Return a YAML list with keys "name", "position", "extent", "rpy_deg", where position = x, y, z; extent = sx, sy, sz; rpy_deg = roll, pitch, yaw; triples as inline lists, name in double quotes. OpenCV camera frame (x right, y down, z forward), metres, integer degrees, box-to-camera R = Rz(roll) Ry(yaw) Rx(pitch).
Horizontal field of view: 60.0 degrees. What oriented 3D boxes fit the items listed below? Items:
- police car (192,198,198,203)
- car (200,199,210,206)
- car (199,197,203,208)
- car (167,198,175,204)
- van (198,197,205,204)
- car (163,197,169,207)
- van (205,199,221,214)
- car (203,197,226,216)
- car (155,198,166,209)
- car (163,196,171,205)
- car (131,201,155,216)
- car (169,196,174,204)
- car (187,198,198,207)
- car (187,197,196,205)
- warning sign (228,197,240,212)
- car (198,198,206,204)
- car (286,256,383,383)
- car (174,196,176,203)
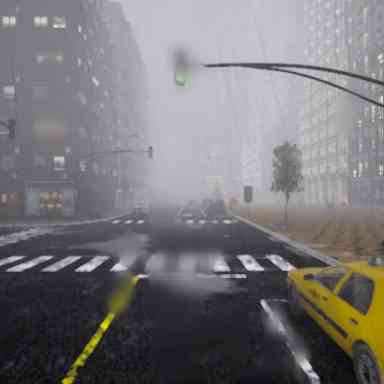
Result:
- name: "police car"
  position: [0.827, 2.412, 95.429]
  extent: [1.930, 1.638, 5.238]
  rpy_deg: [0, -1, 0]
- name: "car"
  position: [2.632, 2.249, 70.217]
  extent: [1.887, 1.381, 4.507]
  rpy_deg: [0, -1, 0]
- name: "car"
  position: [2.639, 1.900, 59.166]
  extent: [2.192, 1.841, 5.009]
  rpy_deg: [0, -1, 0]
- name: "car"
  position: [-5.766, 2.496, 92.315]
  extent: [1.887, 1.381, 4.507]
  rpy_deg: [0, -1, 0]
- name: "van"
  position: [2.613, 2.292, 92.323]
  extent: [1.690, 1.788, 3.998]
  rpy_deg: [0, -1, 0]
- name: "car"
  position: [-5.740, 2.130, 59.157]
  extent: [1.887, 1.381, 4.507]
  rpy_deg: [0, -1, 0]
- name: "van"
  position: [2.653, 1.751, 42.587]
  extent: [1.690, 1.788, 3.998]
  rpy_deg: [0, -1, 0]
- name: "car"
  position: [2.657, 1.669, 37.061]
  extent: [2.192, 1.841, 5.009]
  rpy_deg: [0, -1, 0]
- name: "car"
  position: [-5.735, 2.077, 53.631]
  extent: [2.008, 1.369, 4.403]
  rpy_deg: [0, -1, 0]
- name: "car"
  position: [-5.745, 2.085, 64.685]
  extent: [1.967, 1.590, 4.097]
  rpy_deg: [0, -1, 0]
- name: "car"
  position: [-5.722, 1.906, 37.052]
  extent: [2.008, 1.369, 4.403]
  rpy_deg: [0, -1, 0]
- name: "car"
  position: [-5.754, 2.206, 75.738]
  extent: [1.967, 1.590, 4.097]
  rpy_deg: [0, -1, 0]
- name: "car"
  position: [0.051, 2.166, 66.143]
  extent: [1.837, 1.490, 4.892]
  rpy_deg: [0, -1, 0]
- name: "car"
  position: [-0.059, 2.126, 76.220]
  extent: [2.097, 1.767, 4.553]
  rpy_deg: [0, -1, 0]
- name: "warning sign"
  position: [5.041, 1.502, 40.321]
  extent: [1.300, 1.860, 1.060]
  rpy_deg: [0, 0, 0]
- name: "car"
  position: [2.619, 2.415, 86.966]
  extent: [1.752, 1.417, 4.829]
  rpy_deg: [0, -1, 0]
- name: "car"
  position: [2.684, 1.571, 4.818]
  extent: [1.752, 1.417, 4.829]
  rpy_deg: [0, -1, 0]
- name: "car"
  position: [-5.761, 2.412, 86.619]
  extent: [1.752, 1.417, 4.829]
  rpy_deg: [0, -1, 0]
